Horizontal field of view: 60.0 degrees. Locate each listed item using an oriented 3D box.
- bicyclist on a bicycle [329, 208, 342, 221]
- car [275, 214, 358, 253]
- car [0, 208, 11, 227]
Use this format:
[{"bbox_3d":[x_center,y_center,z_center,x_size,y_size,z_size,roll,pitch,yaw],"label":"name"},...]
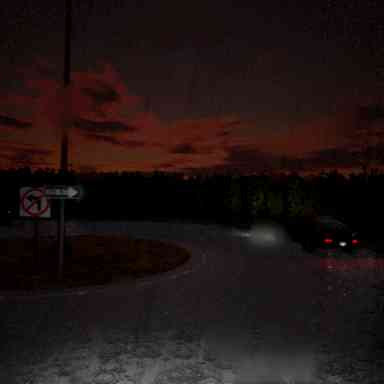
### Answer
[{"bbox_3d":[7.690,1.697,18.059,1.656,1.620,0.582,1,0,-27],"label":"bicyclist on a bicycle"},{"bbox_3d":[5.261,1.699,14.470,1.812,1.442,4.674,3,0,-7],"label":"car"},{"bbox_3d":[-12.291,1.237,18.194,1.994,1.385,4.181,1,0,40],"label":"car"}]
